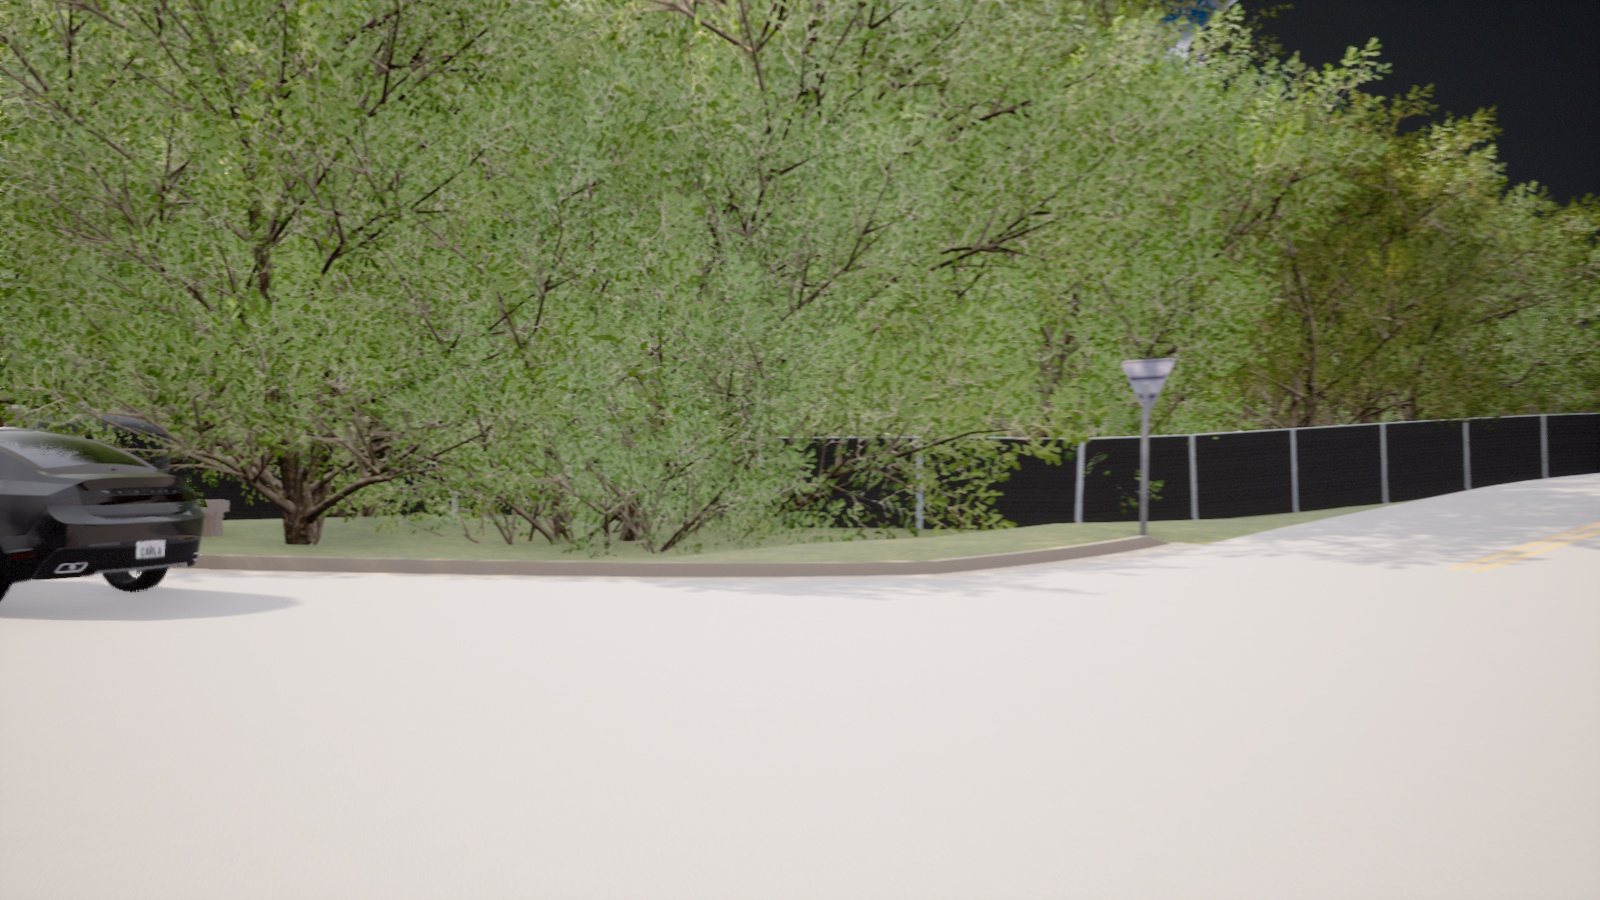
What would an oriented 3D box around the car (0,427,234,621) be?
[{"bbox_3d":[-7.783,0.549,11.356,4.892,1.490,1.837,1,0,19],"label":"car"}]
